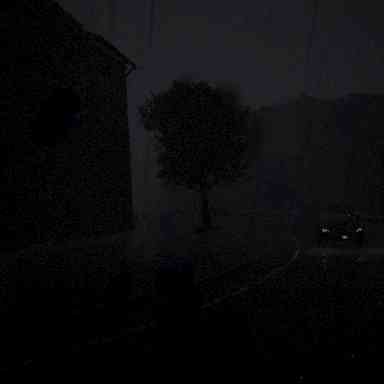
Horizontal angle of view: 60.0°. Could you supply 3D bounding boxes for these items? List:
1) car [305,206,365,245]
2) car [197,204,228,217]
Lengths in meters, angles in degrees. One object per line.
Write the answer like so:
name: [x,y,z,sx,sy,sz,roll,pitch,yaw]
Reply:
car: [6.605,1.598,15.877,1.812,1.442,4.674,-2,-1,9]
car: [2.388,2.229,41.225,1.882,1.535,5.008,-4,-1,-30]
